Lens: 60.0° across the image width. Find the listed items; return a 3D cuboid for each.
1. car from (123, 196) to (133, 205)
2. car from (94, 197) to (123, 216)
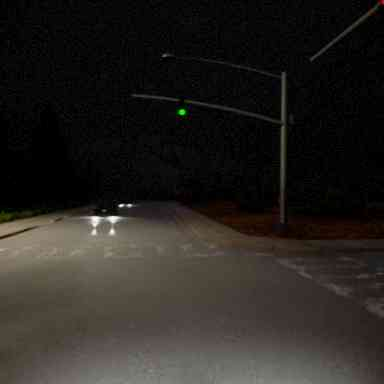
[{"bbox_3d":[-10.677,1.286,54.585,2.033,1.411,5.357,1,0,-7],"label":"car"},{"bbox_3d":[-7.731,1.337,30.344,1.837,1.490,4.892,1,0,-7],"label":"car"}]
